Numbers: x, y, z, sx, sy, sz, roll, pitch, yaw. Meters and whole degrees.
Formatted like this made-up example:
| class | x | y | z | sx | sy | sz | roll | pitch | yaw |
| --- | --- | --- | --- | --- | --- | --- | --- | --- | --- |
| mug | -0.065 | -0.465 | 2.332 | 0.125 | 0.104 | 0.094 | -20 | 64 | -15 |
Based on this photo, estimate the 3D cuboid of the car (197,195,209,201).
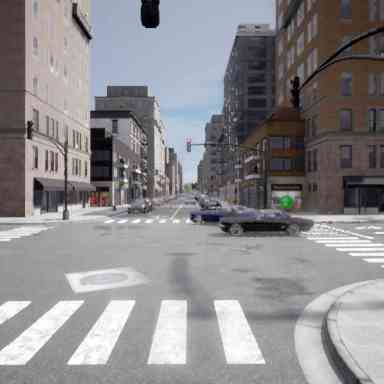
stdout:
| class | x | y | z | sx | sy | sz | roll | pitch | yaw |
| --- | --- | --- | --- | --- | --- | --- | --- | --- | --- |
| car | 2.240 | 1.629 | 52.696 | 1.947 | 1.339 | 4.313 | 0 | 0 | 0 |

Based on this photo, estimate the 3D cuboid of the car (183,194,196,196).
| class | x | y | z | sx | sy | sz | roll | pitch | yaw |
| --- | --- | --- | --- | --- | --- | --- | --- | --- | --- |
| car | -0.416 | 1.654 | 73.434 | 2.033 | 1.411 | 5.357 | 0 | 0 | 0 |

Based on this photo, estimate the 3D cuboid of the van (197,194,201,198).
| class | x | y | z | sx | sy | sz | roll | pitch | yaw |
| --- | --- | --- | --- | --- | --- | --- | --- | --- | --- |
| van | 2.235 | 1.416 | 58.207 | 1.690 | 1.788 | 3.998 | 0 | 0 | 0 |

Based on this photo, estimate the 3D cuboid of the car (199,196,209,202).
| class | x | y | z | sx | sy | sz | roll | pitch | yaw |
| --- | --- | --- | --- | --- | --- | --- | --- | --- | --- |
| car | 2.246 | 1.635 | 47.186 | 1.802 | 1.307 | 4.206 | 0 | 0 | 0 |

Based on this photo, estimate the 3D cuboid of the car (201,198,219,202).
| class | x | y | z | sx | sy | sz | roll | pitch | yaw |
| --- | --- | --- | --- | --- | --- | --- | --- | --- | --- |
| car | 2.257 | 1.601 | 36.163 | 1.947 | 1.339 | 4.313 | 0 | 0 | 0 |

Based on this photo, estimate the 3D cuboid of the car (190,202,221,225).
| class | x | y | z | sx | sy | sz | roll | pitch | yaw |
| --- | --- | --- | --- | --- | --- | --- | --- | --- | --- |
| car | 2.214 | 1.615 | 22.763 | 4.718 | 1.301 | 1.895 | 0 | 0 | 31 |

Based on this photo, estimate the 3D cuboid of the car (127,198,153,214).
| class | x | y | z | sx | sy | sz | roll | pitch | yaw |
| --- | --- | --- | --- | --- | --- | --- | --- | --- | --- |
| car | -5.768 | 1.475 | 36.156 | 1.967 | 1.590 | 4.097 | 0 | 0 | 0 |

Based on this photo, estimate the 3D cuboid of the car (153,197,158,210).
| class | x | y | z | sx | sy | sz | roll | pitch | yaw |
| --- | --- | --- | --- | --- | --- | --- | --- | --- | --- |
| car | -5.774 | 1.484 | 41.667 | 1.967 | 1.590 | 4.097 | 0 | 0 | 0 |

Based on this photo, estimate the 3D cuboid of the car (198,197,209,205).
| class | x | y | z | sx | sy | sz | roll | pitch | yaw |
| --- | --- | --- | --- | --- | --- | --- | --- | --- | --- |
| car | 2.229 | 1.639 | 63.718 | 2.008 | 1.369 | 4.403 | 0 | 0 | 0 |

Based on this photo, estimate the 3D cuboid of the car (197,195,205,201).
| class | x | y | z | sx | sy | sz | roll | pitch | yaw |
| --- | --- | --- | --- | --- | --- | --- | --- | --- | --- |
| car | 2.207 | 1.588 | 85.761 | 1.967 | 1.590 | 4.097 | 0 | 0 | 0 |

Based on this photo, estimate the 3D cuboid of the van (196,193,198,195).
| class | x | y | z | sx | sy | sz | roll | pitch | yaw |
| --- | --- | --- | --- | --- | --- | --- | --- | --- | --- |
| van | 2.223 | 1.443 | 69.229 | 1.690 | 1.788 | 3.998 | 0 | 0 | 0 |

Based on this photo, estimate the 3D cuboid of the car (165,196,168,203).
| class | x | y | z | sx | sy | sz | roll | pitch | yaw |
| --- | --- | --- | --- | --- | --- | --- | --- | --- | --- |
| car | -5.790 | 1.626 | 58.199 | 2.008 | 1.369 | 4.403 | 0 | 0 | 0 |

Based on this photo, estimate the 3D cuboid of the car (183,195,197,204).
| class | x | y | z | sx | sy | sz | roll | pitch | yaw |
| --- | --- | --- | --- | --- | --- | --- | --- | --- | --- |
| car | -0.304 | 1.687 | 63.125 | 1.895 | 1.301 | 4.718 | 0 | 0 | 0 |

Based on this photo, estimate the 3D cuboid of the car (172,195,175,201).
| class | x | y | z | sx | sy | sz | roll | pitch | yaw |
| --- | --- | --- | --- | --- | --- | --- | --- | --- | --- |
| car | -5.812 | 1.683 | 80.242 | 2.008 | 1.369 | 4.403 | 0 | 0 | 0 |

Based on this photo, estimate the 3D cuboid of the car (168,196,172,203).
| class | x | y | z | sx | sy | sz | roll | pitch | yaw |
| --- | --- | --- | --- | --- | --- | --- | --- | --- | --- |
| car | -5.801 | 1.542 | 69.220 | 1.967 | 1.590 | 4.097 | 0 | 0 | 0 |

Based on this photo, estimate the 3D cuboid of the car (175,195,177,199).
| class | x | y | z | sx | sy | sz | roll | pitch | yaw |
| --- | --- | --- | --- | --- | --- | --- | --- | --- | --- |
| car | -5.823 | 1.708 | 91.264 | 1.887 | 1.381 | 4.507 | 0 | 0 | 0 |

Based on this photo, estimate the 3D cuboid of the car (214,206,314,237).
| class | x | y | z | sx | sy | sz | roll | pitch | yaw |
| --- | --- | --- | --- | --- | --- | --- | --- | --- | --- |
| car | 3.713 | 1.590 | 17.400 | 4.718 | 1.301 | 1.895 | 0 | 0 | 0 |

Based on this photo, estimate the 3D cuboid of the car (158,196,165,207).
| class | x | y | z | sx | sy | sz | roll | pitch | yaw |
| --- | --- | --- | --- | --- | --- | --- | --- | --- | --- |
| car | -5.785 | 1.645 | 52.688 | 1.802 | 1.307 | 4.206 | 0 | 0 | 0 |
